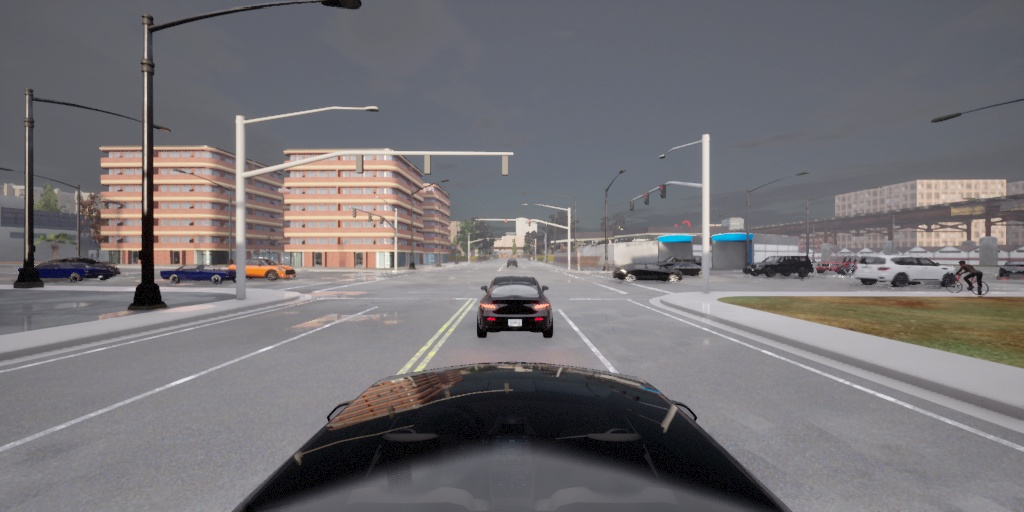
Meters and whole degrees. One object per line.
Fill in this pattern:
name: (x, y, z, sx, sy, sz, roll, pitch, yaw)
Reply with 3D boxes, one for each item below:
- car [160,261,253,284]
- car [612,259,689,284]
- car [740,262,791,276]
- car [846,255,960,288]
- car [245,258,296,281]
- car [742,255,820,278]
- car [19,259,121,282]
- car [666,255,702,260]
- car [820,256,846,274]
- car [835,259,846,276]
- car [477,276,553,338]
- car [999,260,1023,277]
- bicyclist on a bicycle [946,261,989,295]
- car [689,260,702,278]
car: (-20.958, 1.217, 24.538, 4.718, 1.301, 1.895, 1, 0, 2)
car: (10.063, 1.221, 26.825, 5.008, 1.535, 1.882, 0, 0, 1)
car: (26.594, 1.309, 37.730, 4.181, 1.385, 1.994, 0, 0, -8)
car: (25.576, 0.968, 23.335, 5.566, 2.045, 2.150, 0, 0, -3)
car: (-19.458, 0.982, 28.007, 4.553, 1.767, 2.097, 1, 0, 1)
car: (25.459, 0.967, 34.071, 5.566, 2.045, 2.150, 0, 0, -5)
car: (-30.515, 1.077, 24.712, 4.718, 1.301, 1.895, 1, 0, 1)
car: (17.195, 0.966, 37.376, 5.566, 2.045, 2.150, 0, 0, 1)
car: (36.633, 0.966, 40.103, 5.566, 2.045, 2.150, 0, 0, -22)
car: (35.253, 1.309, 36.009, 4.181, 1.385, 1.994, 0, 0, -18)
car: (0.075, 1.274, 10.056, 1.812, 1.442, 4.674, 0, 0, 0)
car: (47.798, 1.237, 33.811, 4.902, 1.511, 2.128, 0, 0, -30)
bicyclist on a bicycle: (21.913, 1.048, 17.290, 0.582, 1.620, 1.656, 0, 0, 0)
car: (16.106, 1.309, 33.943, 4.181, 1.385, 1.994, 0, 0, 0)
